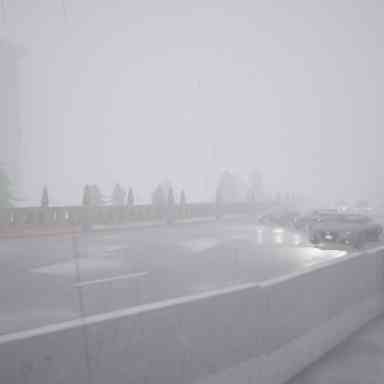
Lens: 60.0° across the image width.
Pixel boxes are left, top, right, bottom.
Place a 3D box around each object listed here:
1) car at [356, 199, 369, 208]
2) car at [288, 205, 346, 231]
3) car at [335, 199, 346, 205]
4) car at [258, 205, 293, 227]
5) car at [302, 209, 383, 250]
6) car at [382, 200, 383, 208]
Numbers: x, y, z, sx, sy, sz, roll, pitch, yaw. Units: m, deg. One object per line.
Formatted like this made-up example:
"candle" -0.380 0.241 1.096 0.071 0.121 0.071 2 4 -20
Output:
"car" 28.920 1.858 56.448 1.882 1.535 5.008 -1 -1 25
"car" 8.234 1.745 21.271 1.895 1.301 4.718 -1 -1 41
"car" 27.545 2.036 61.759 1.895 1.301 4.718 -1 -1 25
"car" 6.694 1.712 24.869 1.812 1.442 4.674 -1 -1 40
"car" 6.979 1.655 14.958 4.181 1.385 1.994 0 -1 -45
"car" 29.976 1.786 50.439 1.882 1.535 5.008 -1 0 25
